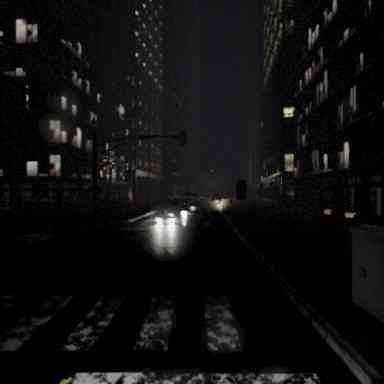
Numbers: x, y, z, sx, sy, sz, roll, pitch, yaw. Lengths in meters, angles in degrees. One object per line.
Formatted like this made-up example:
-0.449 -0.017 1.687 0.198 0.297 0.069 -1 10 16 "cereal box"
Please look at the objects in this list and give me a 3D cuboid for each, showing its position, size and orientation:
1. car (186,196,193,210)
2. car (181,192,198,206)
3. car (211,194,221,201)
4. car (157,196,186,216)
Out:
-1.376 1.443 40.089 1.895 1.301 4.718 0 0 5 "car"
-0.374 1.014 50.608 2.150 2.045 5.566 0 0 7 "car"
5.154 1.162 70.406 1.882 1.535 5.008 0 0 8 "car"
-2.047 1.375 30.797 2.128 1.511 4.902 0 0 4 "car"
